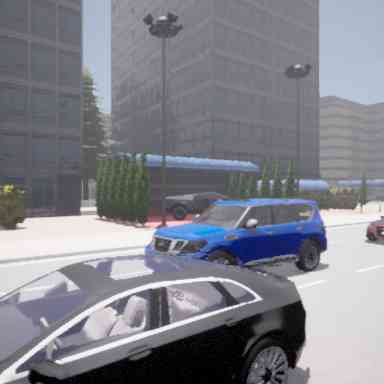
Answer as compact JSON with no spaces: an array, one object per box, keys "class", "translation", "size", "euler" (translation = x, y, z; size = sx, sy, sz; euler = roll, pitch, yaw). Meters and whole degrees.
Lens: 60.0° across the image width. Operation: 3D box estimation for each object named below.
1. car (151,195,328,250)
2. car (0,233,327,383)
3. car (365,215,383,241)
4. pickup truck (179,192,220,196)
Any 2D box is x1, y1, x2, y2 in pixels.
[{"class":"car","translation":[1.473,1.214,9.268],"size":[5.566,2.045,2.150],"euler":[0,0,-35]},{"class":"car","translation":[-0.875,1.491,3.333],"size":[4.902,1.511,2.128],"euler":[0,0,-35]},{"class":"car","translation":[9.727,1.542,15.103],"size":[4.181,1.385,1.994],"euler":[0,0,-35]},{"class":"pickup truck","translation":[0.942,1.039,24.955],"size":[6.274,2.098,2.390],"euler":[0,0,-5]}]
